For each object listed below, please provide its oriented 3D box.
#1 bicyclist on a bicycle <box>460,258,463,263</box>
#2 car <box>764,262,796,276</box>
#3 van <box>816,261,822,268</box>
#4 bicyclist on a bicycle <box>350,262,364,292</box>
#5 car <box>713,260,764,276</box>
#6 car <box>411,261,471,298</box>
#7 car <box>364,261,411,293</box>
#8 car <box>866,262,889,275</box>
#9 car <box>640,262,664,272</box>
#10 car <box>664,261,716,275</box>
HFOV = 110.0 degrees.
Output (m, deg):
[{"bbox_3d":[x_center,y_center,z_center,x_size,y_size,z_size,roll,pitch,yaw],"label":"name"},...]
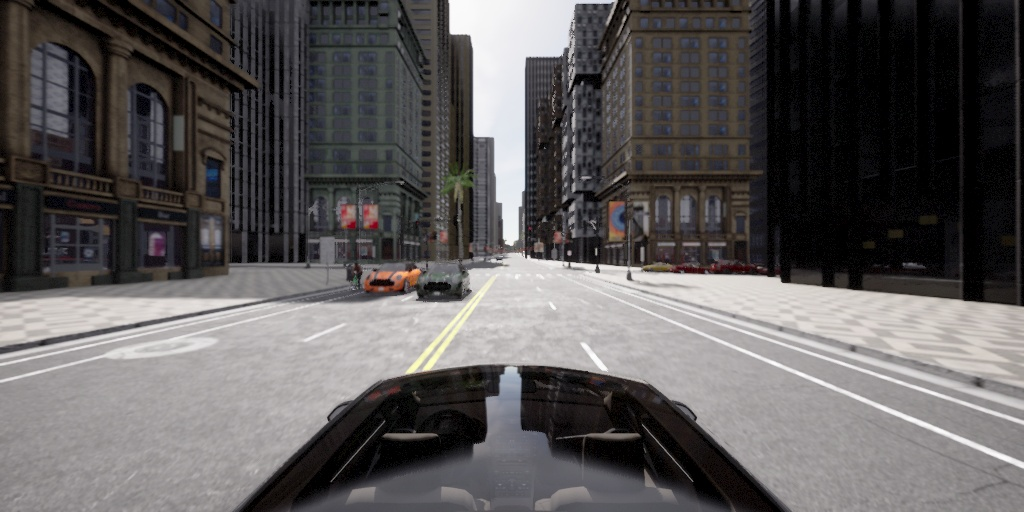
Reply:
[{"bbox_3d":[-8.868,1.128,62.438,0.582,1.620,1.656,0,0,-1],"label":"bicyclist on a bicycle"},{"bbox_3d":[30.846,1.721,41.634,4.207,1.307,1.802,0,0,0],"label":"car"},{"bbox_3d":[35.933,1.549,41.624,3.998,1.789,1.690,0,0,0],"label":"van"},{"bbox_3d":[-8.814,1.189,20.449,0.582,1.620,1.656,0,0,-1],"label":"bicyclist on a bicycle"},{"bbox_3d":[25.759,1.385,41.645,5.009,1.841,2.192,0,0,0],"label":"car"},{"bbox_3d":[-3.364,1.090,18.310,2.097,1.767,4.553,0,0,0],"label":"car"},{"bbox_3d":[-6.614,1.088,20.401,2.097,1.767,4.553,0,0,0],"label":"car"},{"bbox_3d":[41.020,1.591,41.613,5.009,1.841,2.192,0,0,0],"label":"car"},{"bbox_3d":[20.520,1.545,50.183,4.829,1.417,1.751,0,0,0],"label":"car"},{"bbox_3d":[20.671,1.546,41.655,4.507,1.381,1.888,0,0,0],"label":"car"}]
